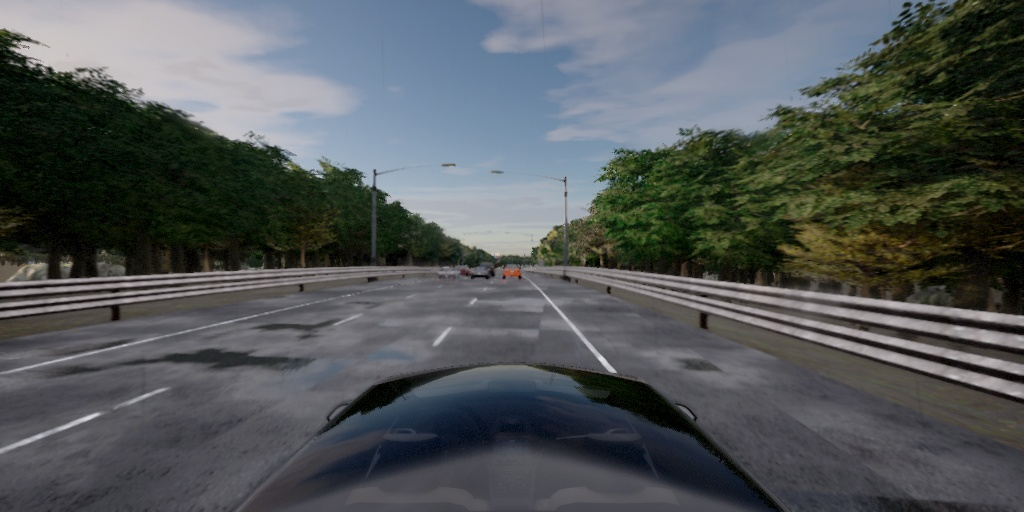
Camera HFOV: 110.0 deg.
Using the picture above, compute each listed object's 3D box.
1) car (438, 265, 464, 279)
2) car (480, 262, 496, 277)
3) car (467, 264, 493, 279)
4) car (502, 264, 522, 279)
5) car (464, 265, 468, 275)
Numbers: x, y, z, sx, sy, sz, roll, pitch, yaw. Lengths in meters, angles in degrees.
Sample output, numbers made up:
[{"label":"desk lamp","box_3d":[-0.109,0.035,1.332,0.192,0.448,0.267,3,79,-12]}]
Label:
[{"label":"car","box_3d":[-6.999,1.927,40.480,1.895,1.301,4.718,0,-2,0]},{"label":"car","box_3d":[-3.497,1.894,50.723,2.150,2.045,5.566,0,-2,0]},{"label":"car","box_3d":[-3.499,1.889,40.454,1.994,1.385,4.181,0,-2,0]},{"label":"car","box_3d":[0.001,1.677,40.428,2.097,1.767,4.553,0,-2,0]},{"label":"car","box_3d":[-6.991,2.036,51.112,2.097,1.767,4.553,0,-2,0]}]
